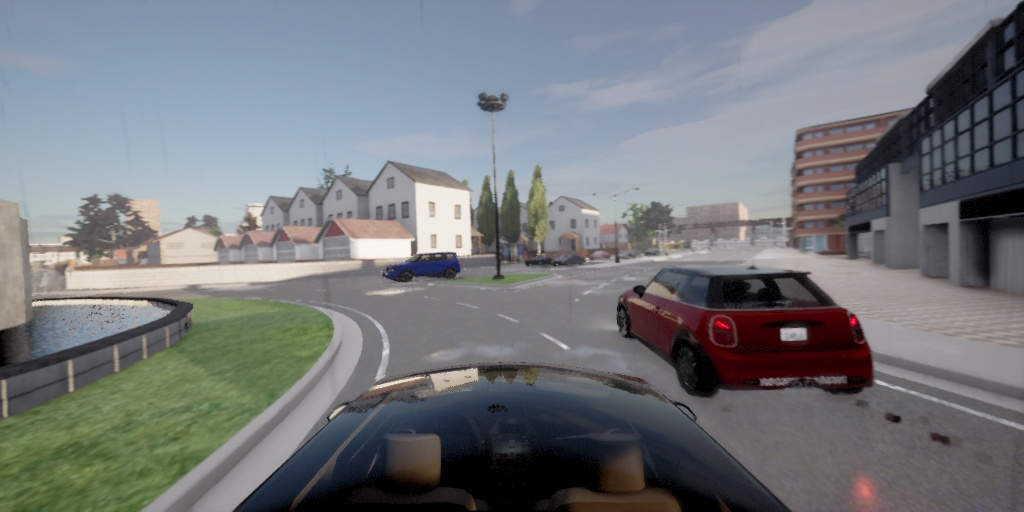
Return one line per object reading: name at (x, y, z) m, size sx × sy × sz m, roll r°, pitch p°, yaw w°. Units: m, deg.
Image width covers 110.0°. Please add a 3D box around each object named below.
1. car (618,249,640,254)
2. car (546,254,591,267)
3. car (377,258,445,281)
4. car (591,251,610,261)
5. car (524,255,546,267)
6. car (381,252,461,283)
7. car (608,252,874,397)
car at (17.086, -0.229, 54.044) m, size 2.128 × 1.511 × 4.902 m, roll -1°, pitch 1°, yaw 37°
car at (6.280, 0.443, 39.478) m, size 2.033 × 1.411 × 5.357 m, roll -1°, pitch 1°, yaw 37°
car at (-8.199, 1.052, 29.423) m, size 4.902 × 1.511 × 2.128 m, roll -3°, pitch 1°, yaw -38°
car at (13.509, -0.091, 55.105) m, size 1.812 × 1.442 × 4.674 m, roll -1°, pitch 1°, yaw 37°
car at (3.364, 0.563, 41.425) m, size 1.895 × 1.301 × 4.718 m, roll -1°, pitch 1°, yaw 37°
car at (-6.438, 0.776, 26.353) m, size 5.566 × 2.045 × 2.150 m, roll -2°, pitch 1°, yaw -37°
car at (3.382, 0.907, 6.355) m, size 2.097 × 1.767 × 4.553 m, roll -2°, pitch 1°, yaw 2°
